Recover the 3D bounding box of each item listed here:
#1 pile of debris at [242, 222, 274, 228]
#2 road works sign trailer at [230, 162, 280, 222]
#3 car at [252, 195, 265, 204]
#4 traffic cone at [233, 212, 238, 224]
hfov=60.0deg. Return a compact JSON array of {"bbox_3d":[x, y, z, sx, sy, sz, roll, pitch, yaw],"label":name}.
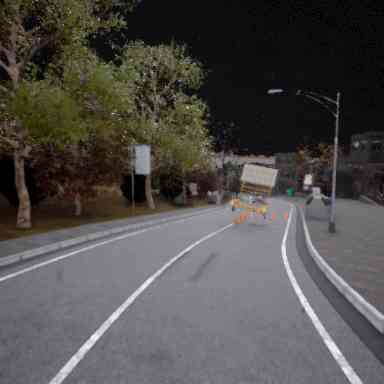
[{"bbox_3d":[4.305,2.107,21.453,1.860,0.140,1.500,2,1,17],"label":"pile of debris"},{"bbox_3d":[4.205,-0.048,21.838,2.380,3.560,2.880,12,-7,22],"label":"road works sign trailer"},{"bbox_3d":[11.184,1.269,55.719,1.812,1.442,4.674,2,1,16],"label":"car"},{"bbox_3d":[2.917,1.811,21.966,0.340,0.580,0.340,-1,-11,20],"label":"traffic cone"}]
